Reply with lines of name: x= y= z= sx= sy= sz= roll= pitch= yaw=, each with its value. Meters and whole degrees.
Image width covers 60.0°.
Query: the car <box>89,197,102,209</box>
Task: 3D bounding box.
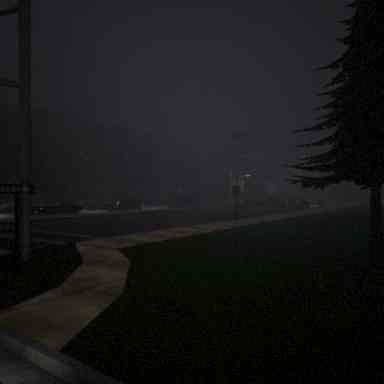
car: x=-10.188 y=1.203 z=43.592 sx=2.150 sy=2.045 sz=5.566 roll=0 pitch=1 yaw=35

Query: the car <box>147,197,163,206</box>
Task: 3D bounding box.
car: x=-7.006 y=1.533 z=54.215 sx=2.033 sy=1.411 sz=5.357 roll=0 pitch=0 yaw=35

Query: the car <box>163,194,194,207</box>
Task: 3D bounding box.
car: x=-1.584 y=1.480 z=49.752 sx=2.128 sy=1.511 sz=4.902 roll=0 pitch=0 yaw=35

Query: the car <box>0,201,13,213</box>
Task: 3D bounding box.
car: x=-19.065 y=1.512 z=37.009 sx=1.812 sy=1.442 sz=4.674 roll=0 pitch=0 yaw=35

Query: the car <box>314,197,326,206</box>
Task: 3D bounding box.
car: x=21.037 y=1.558 z=55.761 sx=1.994 sy=1.385 sz=4.181 roll=0 pitch=0 yaw=35

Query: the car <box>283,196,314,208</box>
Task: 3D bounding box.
car: x=15.239 y=1.486 z=47.393 sx=2.128 sy=1.511 sz=4.902 roll=0 pitch=0 yaw=35

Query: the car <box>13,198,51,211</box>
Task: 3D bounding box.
car: x=-15.866 y=1.465 z=35.474 sx=1.882 sy=1.535 sz=5.008 roll=0 pitch=0 yaw=35

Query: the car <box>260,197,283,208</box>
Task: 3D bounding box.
car: x=12.392 y=1.471 z=49.429 sx=1.882 sy=1.535 sz=5.008 roll=0 pitch=0 yaw=35

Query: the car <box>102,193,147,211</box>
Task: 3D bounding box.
car: x=-8.119 y=1.341 z=40.438 sx=2.097 sy=1.767 sz=4.553 roll=0 pitch=0 yaw=35

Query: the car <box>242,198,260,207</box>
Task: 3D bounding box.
car: x=9.553 y=1.592 z=51.478 sx=1.895 sy=1.301 sz=4.718 roll=0 pitch=0 yaw=36

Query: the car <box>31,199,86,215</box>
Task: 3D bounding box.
car: x=-13.321 y=1.589 z=33.012 sx=1.895 sy=1.301 sz=4.718 roll=0 pitch=0 yaw=35

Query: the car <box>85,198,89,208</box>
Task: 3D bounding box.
car: x=-13.668 y=1.463 z=44.711 sx=1.882 sy=1.535 sz=5.008 roll=0 pitch=0 yaw=35

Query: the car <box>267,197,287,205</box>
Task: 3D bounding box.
car: x=15.297 y=1.556 z=59.767 sx=1.994 sy=1.385 sz=4.181 roll=0 pitch=0 yaw=35

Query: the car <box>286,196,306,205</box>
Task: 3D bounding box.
car: x=18.178 y=1.471 z=57.781 sx=1.882 sy=1.535 sz=5.008 roll=0 pitch=0 yaw=35
